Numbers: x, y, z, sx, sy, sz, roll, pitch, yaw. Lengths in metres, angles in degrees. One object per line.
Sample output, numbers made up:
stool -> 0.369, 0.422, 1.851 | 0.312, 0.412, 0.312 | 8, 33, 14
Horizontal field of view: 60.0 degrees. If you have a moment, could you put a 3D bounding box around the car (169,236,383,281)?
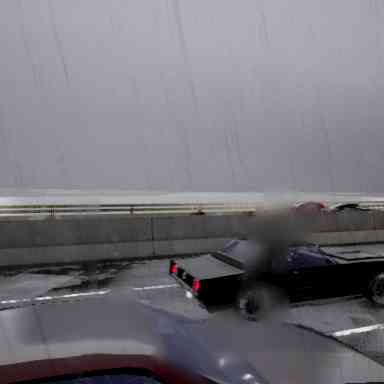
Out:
car -> 2.025, 1.601, 6.907 | 4.718, 1.301, 1.895 | 0, 0, -20

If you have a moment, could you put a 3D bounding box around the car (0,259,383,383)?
car -> -0.804, 1.547, 2.173 | 5.357, 1.411, 2.033 | 0, 0, -20

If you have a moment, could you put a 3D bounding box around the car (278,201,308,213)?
car -> 9.629, 1.529, 28.393 | 4.674, 1.442, 1.812 | 0, 0, -19

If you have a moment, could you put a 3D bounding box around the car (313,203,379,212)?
car -> 10.461, 1.604, 21.265 | 4.718, 1.301, 1.895 | 0, 0, -19

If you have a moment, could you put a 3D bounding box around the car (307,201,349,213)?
car -> 11.519, 1.530, 25.348 | 4.674, 1.442, 1.812 | 0, 0, -19
